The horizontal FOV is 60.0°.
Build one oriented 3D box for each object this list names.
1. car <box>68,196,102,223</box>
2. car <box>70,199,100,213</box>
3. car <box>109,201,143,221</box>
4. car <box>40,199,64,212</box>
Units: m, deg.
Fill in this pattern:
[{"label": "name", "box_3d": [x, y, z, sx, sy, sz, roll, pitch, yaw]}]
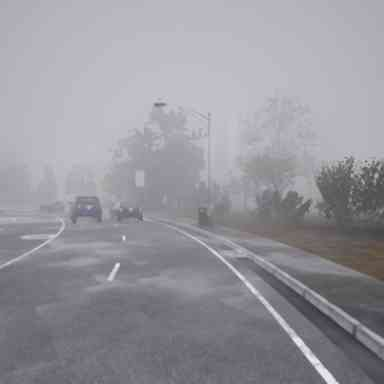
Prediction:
[{"label": "car", "box_3d": [-8.825, 1.347, 27.322, 2.150, 2.045, 5.566, 1, -1, -24]}, {"label": "car", "box_3d": [-13.526, 1.703, 41.846, 2.128, 1.511, 4.902, 1, -1, -38]}, {"label": "car", "box_3d": [-5.781, 1.519, 28.754, 2.097, 1.767, 4.553, 1, 0, -23]}, {"label": "car", "box_3d": [-17.293, 1.650, 41.024, 2.128, 1.511, 4.902, 1, -1, -39]}]
